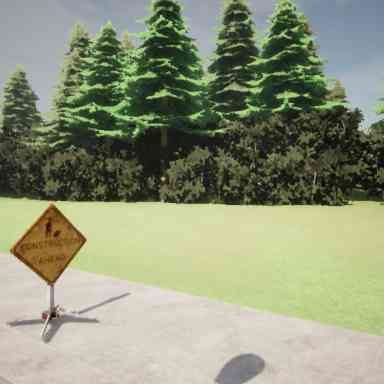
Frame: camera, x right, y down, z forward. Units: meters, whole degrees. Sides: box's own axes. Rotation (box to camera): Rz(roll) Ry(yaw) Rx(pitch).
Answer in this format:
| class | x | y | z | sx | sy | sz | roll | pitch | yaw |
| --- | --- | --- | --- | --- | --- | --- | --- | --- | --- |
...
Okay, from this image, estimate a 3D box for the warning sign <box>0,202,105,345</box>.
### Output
| class | x | y | z | sx | sy | sz | roll | pitch | yaw |
| --- | --- | --- | --- | --- | --- | --- | --- | --- | --- |
| warning sign | -2.248 | 1.114 | 5.289 | 1.060 | 1.860 | 1.300 | 0 | 0 | 35 |
